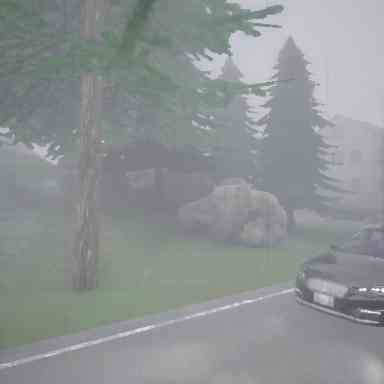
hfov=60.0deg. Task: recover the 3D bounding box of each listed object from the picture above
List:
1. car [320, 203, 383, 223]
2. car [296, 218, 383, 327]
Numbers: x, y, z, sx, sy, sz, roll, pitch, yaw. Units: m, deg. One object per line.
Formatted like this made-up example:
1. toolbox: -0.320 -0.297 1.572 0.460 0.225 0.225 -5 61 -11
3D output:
1. car: 11.497 1.477 23.446 2.128 1.511 4.902 0 0 -35
2. car: 4.178 1.491 6.819 4.902 1.511 2.128 0 0 -34
